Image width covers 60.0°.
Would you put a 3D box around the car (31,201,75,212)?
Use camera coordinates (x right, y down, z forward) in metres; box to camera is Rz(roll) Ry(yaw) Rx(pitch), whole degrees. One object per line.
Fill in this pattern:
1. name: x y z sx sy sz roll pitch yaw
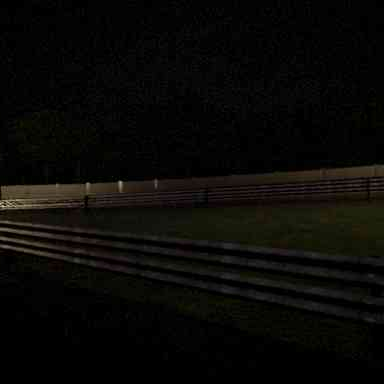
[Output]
1. car: -14.630 1.323 34.995 4.892 1.490 1.837 -2 -1 16
